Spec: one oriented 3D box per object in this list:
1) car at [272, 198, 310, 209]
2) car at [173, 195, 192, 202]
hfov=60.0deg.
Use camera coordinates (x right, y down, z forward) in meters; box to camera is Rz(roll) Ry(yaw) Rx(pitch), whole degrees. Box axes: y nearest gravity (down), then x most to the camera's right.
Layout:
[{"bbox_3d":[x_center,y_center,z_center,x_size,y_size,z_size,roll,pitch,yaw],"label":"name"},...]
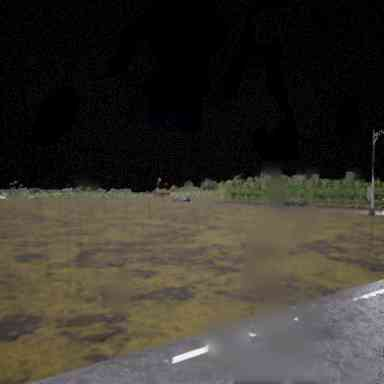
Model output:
[{"bbox_3d":[12.420,1.406,41.792,1.895,1.301,4.718,2,-1,-34],"label":"car"},{"bbox_3d":[-1.765,1.257,62.722,1.994,1.385,4.181,2,-1,-34],"label":"car"}]
